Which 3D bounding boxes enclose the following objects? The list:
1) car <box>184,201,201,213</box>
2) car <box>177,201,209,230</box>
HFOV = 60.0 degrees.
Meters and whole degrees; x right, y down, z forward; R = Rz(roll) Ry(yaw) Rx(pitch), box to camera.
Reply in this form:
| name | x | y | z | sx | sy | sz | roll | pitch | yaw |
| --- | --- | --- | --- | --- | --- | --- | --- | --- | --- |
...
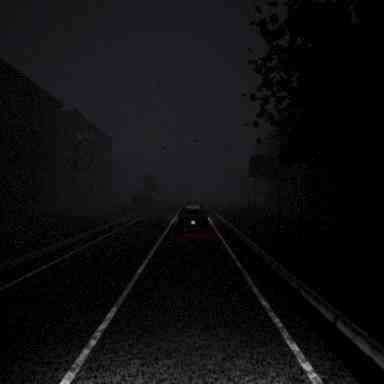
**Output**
| name | x | y | z | sx | sy | sz | roll | pitch | yaw |
| --- | --- | --- | --- | --- | --- | --- | --- | --- | --- |
| car | 0.036 | 1.749 | 40.631 | 1.895 | 1.301 | 4.718 | 0 | 0 | 0 |
| car | 0.065 | 1.569 | 21.835 | 2.128 | 1.511 | 4.902 | 0 | 0 | 0 |
